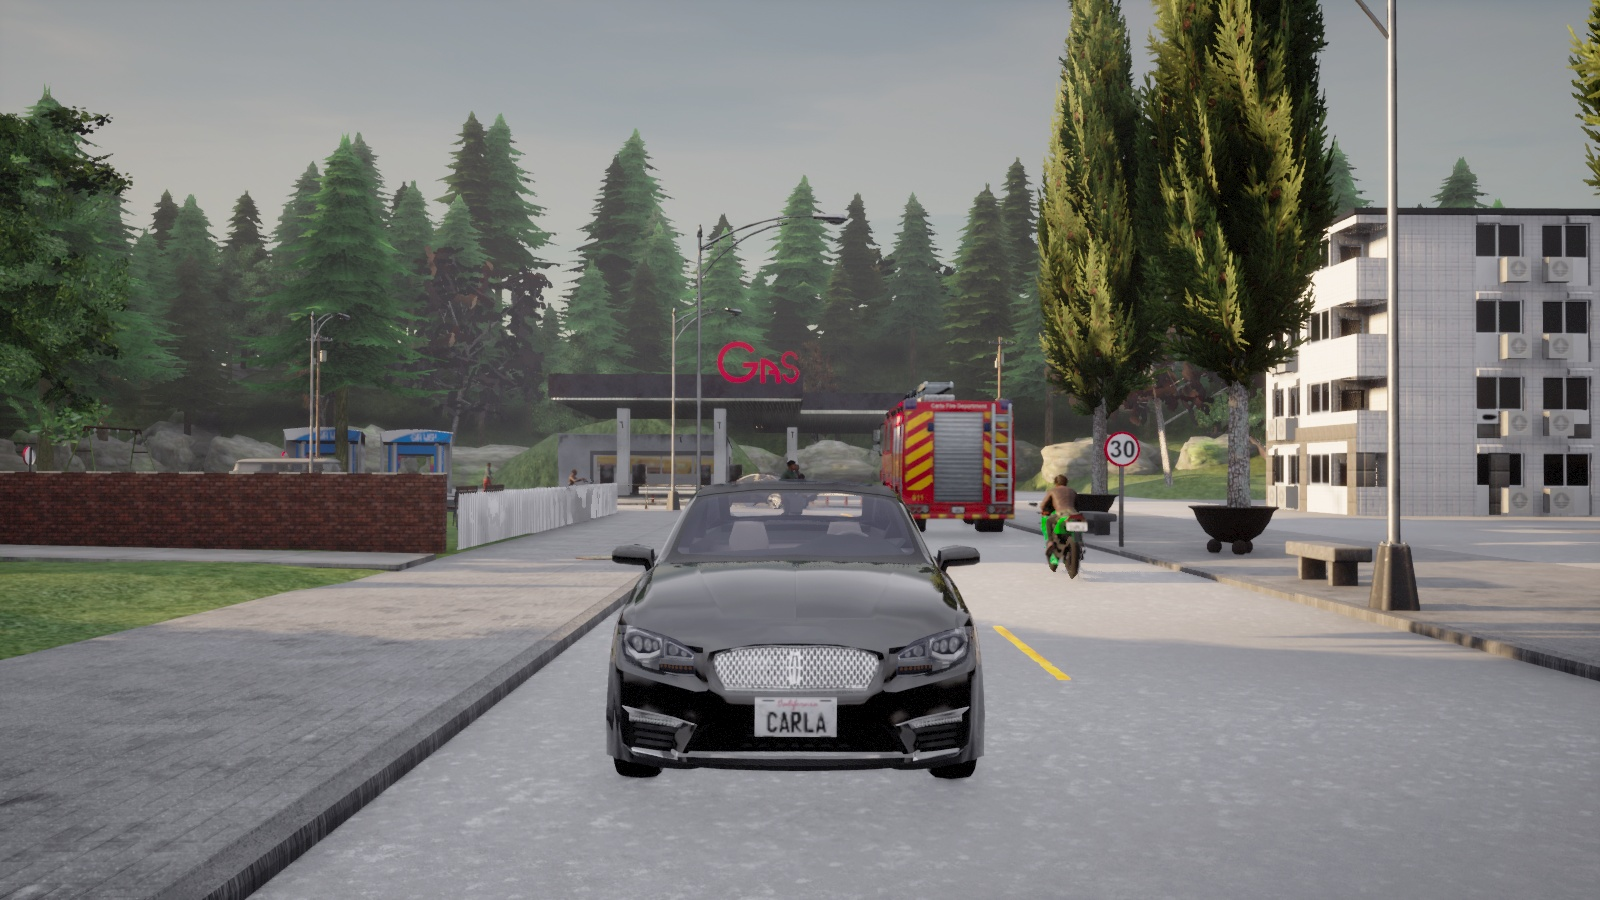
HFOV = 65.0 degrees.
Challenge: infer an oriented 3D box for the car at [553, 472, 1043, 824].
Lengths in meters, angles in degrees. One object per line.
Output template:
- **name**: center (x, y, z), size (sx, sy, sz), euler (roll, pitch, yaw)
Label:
- **car**: center (-0.019, 0.903, 7.912), size (2.128, 1.511, 4.902), euler (0, -1, 0)

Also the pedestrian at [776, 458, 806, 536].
- **pedestrian**: center (-0.209, 1.119, 30.200), size (0.614, 1.847, 0.353), euler (-1, -1, 28)

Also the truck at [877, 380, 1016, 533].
- **truck**: center (3.919, 0.231, 35.605), size (2.891, 3.827, 8.468), euler (0, -1, 0)

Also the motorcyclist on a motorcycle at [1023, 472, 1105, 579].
- **motorcyclist on a motorcycle**: center (3.959, 1.099, 18.984), size (0.797, 1.523, 2.044), euler (0, -1, 0)

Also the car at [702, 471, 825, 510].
- **car**: center (-1.563, 1.650, 52.010), size (4.902, 1.511, 2.128), euler (-1, -1, 40)

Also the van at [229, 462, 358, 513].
- **van**: center (-20.198, 1.488, 50.160), size (4.442, 1.987, 1.775), euler (0, -1, 0)

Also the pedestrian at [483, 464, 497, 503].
- **pedestrian**: center (-14.705, 1.580, 59.539), size (0.614, 1.847, 0.353), euler (0, -1, -5)
